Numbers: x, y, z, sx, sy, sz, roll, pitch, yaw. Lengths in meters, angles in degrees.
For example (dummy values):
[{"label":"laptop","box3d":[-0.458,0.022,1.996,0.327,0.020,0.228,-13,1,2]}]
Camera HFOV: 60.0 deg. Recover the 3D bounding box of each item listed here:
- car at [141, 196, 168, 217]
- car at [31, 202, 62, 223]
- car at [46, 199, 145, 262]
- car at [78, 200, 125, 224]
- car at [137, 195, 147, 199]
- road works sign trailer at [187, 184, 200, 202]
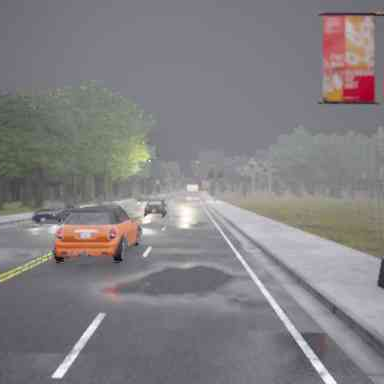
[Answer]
[{"label":"car","box3d":[-3.180,1.406,29.952,1.812,1.442,4.674,0,0,0]},{"label":"car","box3d":[-9.881,1.447,24.728,2.033,1.411,5.357,0,0,0]},{"label":"car","box3d":[-3.165,1.301,12.019,2.097,1.767,4.553,0,0,0]},{"label":"car","box3d":[-6.627,1.390,24.959,2.128,1.511,4.902,0,0,0]},{"label":"car","box3d":[-9.643,1.325,65.377,1.994,1.385,4.181,0,0,1]},{"label":"road works sign trailer","box3d":[0.147,0.194,69.548,2.380,3.560,2.880,0,0,1]}]
